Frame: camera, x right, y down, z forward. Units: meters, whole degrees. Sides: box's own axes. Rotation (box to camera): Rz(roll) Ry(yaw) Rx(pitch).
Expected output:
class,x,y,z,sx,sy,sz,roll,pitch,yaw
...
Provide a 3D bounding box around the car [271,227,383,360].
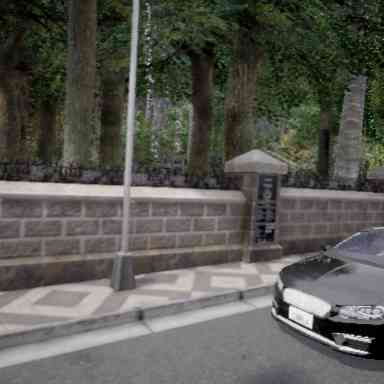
class,x,y,z,sx,sy,sz,roll,pitch,yaw
car,3.516,1.384,5.601,4.902,1.511,2.128,1,3,-31
